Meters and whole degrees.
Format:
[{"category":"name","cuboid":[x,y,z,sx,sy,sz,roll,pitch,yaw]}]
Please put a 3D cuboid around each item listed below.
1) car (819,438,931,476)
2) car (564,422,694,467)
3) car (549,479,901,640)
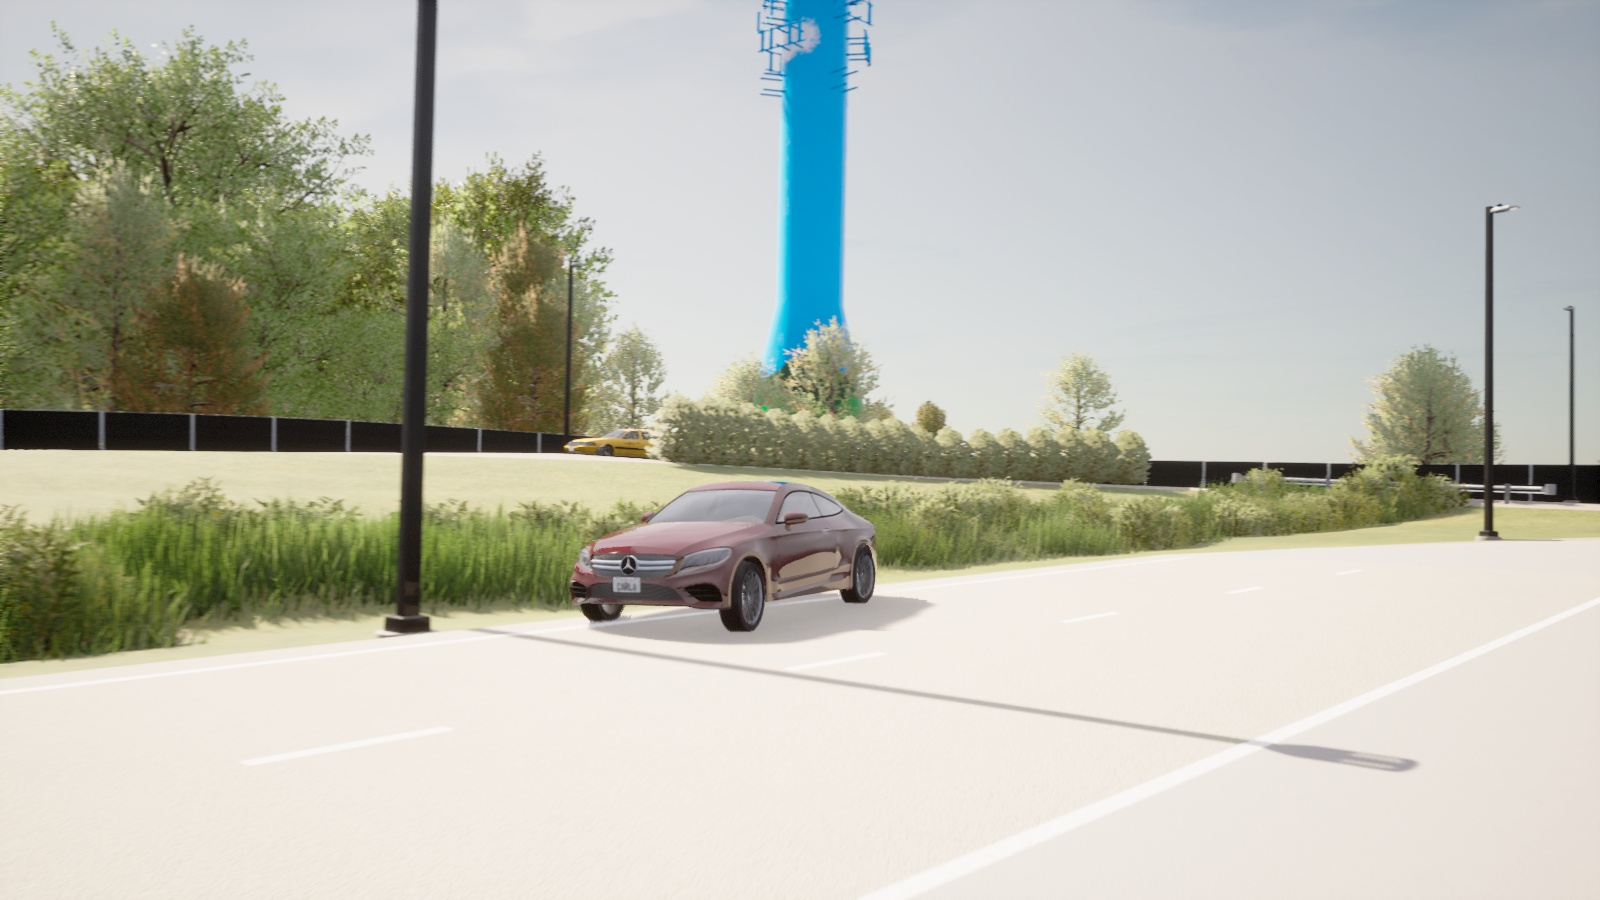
[{"category":"car","cuboid":[3.369,0.335,56.293,4.674,1.442,1.812,3,-3,-25]},{"category":"car","cuboid":[-7.199,-0.183,53.233,5.366,1.575,1.801,4,-4,-43]},{"category":"car","cuboid":[-0.584,1.069,13.803,1.812,1.442,4.674,-2,-2,25]}]
